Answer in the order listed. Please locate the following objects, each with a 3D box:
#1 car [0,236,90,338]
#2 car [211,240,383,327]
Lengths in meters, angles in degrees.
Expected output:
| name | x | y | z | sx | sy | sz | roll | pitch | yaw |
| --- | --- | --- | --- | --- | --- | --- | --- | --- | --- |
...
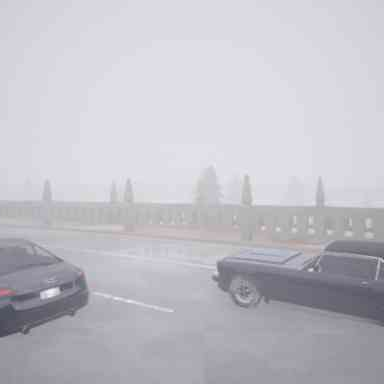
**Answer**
| name | x | y | z | sx | sy | sz | roll | pitch | yaw |
| --- | --- | --- | --- | --- | --- | --- | --- | --- | --- |
| car | -3.919 | 1.540 | 6.215 | 4.181 | 1.385 | 1.994 | 0 | 0 | 31 |
| car | 2.753 | 1.573 | 6.158 | 4.718 | 1.301 | 1.895 | 0 | 0 | 34 |
